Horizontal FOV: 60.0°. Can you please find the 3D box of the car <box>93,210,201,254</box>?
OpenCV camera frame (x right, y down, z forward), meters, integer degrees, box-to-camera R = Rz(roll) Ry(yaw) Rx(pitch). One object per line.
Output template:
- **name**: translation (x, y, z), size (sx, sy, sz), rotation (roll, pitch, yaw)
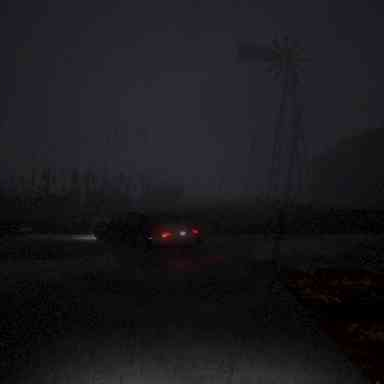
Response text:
- **car**: translation (-1.964, 1.429, 13.068), size (2.033, 1.411, 5.357), rotation (0, 0, -41)
